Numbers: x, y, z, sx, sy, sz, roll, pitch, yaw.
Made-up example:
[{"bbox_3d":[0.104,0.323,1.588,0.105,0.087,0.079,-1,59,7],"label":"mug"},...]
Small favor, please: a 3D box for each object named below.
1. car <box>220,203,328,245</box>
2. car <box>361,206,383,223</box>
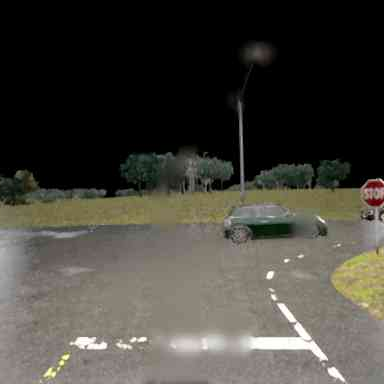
[{"bbox_3d":[3.567,1.272,14.910,4.553,1.767,2.097,-3,0,-1],"label":"car"},{"bbox_3d":[13.882,1.246,22.096,5.008,1.535,1.882,-2,-2,-1],"label":"car"}]
